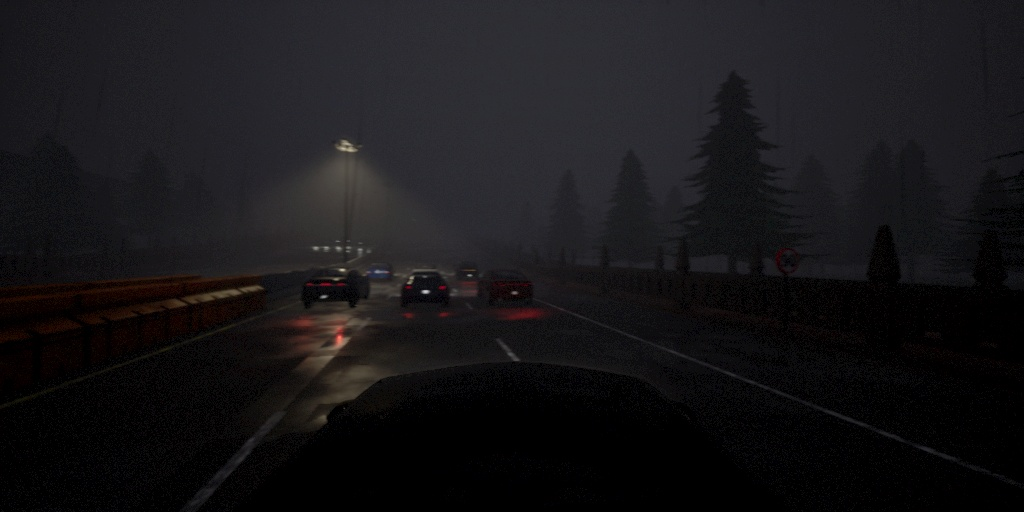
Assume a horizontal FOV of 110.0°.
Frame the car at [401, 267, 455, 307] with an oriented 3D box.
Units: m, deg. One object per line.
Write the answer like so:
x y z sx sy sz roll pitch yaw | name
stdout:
-3.821 1.369 15.900 1.994 1.385 4.181 1 0 -13 | car

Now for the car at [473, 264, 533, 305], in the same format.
-0.463 1.334 16.909 1.882 1.535 5.008 1 0 -13 | car

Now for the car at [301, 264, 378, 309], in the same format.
-7.224 1.247 15.083 2.128 1.511 4.902 1 0 -13 | car

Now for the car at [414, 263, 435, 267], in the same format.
-7.337 1.255 30.307 1.895 1.301 4.718 1 2 -14 | car

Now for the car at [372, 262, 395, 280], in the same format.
-10.708 1.155 29.361 2.033 1.411 5.357 1 2 -14 | car

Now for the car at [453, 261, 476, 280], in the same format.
-3.975 1.206 31.307 1.837 1.490 4.892 1 2 -14 | car
